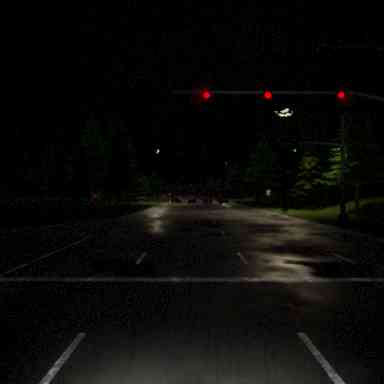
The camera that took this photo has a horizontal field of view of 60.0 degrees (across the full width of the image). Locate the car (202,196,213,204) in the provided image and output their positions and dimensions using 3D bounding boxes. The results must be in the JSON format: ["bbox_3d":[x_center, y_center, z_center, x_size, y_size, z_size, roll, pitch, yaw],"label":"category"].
[{"bbox_3d":[3.498,1.859,73.350,1.994,1.385,4.181,0,0,0],"label":"car"}]

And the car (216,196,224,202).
[{"bbox_3d":[6.998,1.714,83.354,1.812,1.442,4.674,0,0,0],"label":"car"}]

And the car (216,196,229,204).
[{"bbox_3d":[6.998,1.859,73.350,1.994,1.385,4.181,0,0,0],"label":"car"}]

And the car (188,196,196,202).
[{"bbox_3d":[-0.002,1.714,83.354,1.812,1.442,4.674,0,0,0],"label":"car"}]

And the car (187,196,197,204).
[{"bbox_3d":[-0.002,1.844,72.934,2.033,1.411,5.357,0,0,0],"label":"car"}]

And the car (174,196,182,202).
[{"bbox_3d":[-3.502,1.714,83.354,1.812,1.442,4.674,0,0,0],"label":"car"}]

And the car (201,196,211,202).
[{"bbox_3d":[3.498,1.715,83.354,2.128,1.511,4.902,0,0,0],"label":"car"}]

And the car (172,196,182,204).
[{"bbox_3d":[-3.502,1.831,73.350,1.812,1.442,4.674,0,0,0],"label":"car"}]
